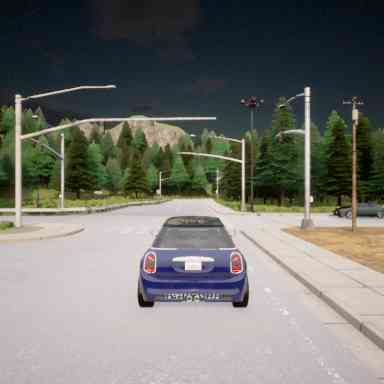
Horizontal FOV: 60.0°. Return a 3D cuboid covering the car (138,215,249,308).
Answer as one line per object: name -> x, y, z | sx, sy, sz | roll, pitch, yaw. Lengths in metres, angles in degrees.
car -> 0.038, 1.348, 8.112 | 2.097, 1.767, 4.553 | 0, 0, 0

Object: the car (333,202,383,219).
car -> 14.503, 1.591, 28.738 | 4.181, 1.385, 1.994 | 0, 0, 1
